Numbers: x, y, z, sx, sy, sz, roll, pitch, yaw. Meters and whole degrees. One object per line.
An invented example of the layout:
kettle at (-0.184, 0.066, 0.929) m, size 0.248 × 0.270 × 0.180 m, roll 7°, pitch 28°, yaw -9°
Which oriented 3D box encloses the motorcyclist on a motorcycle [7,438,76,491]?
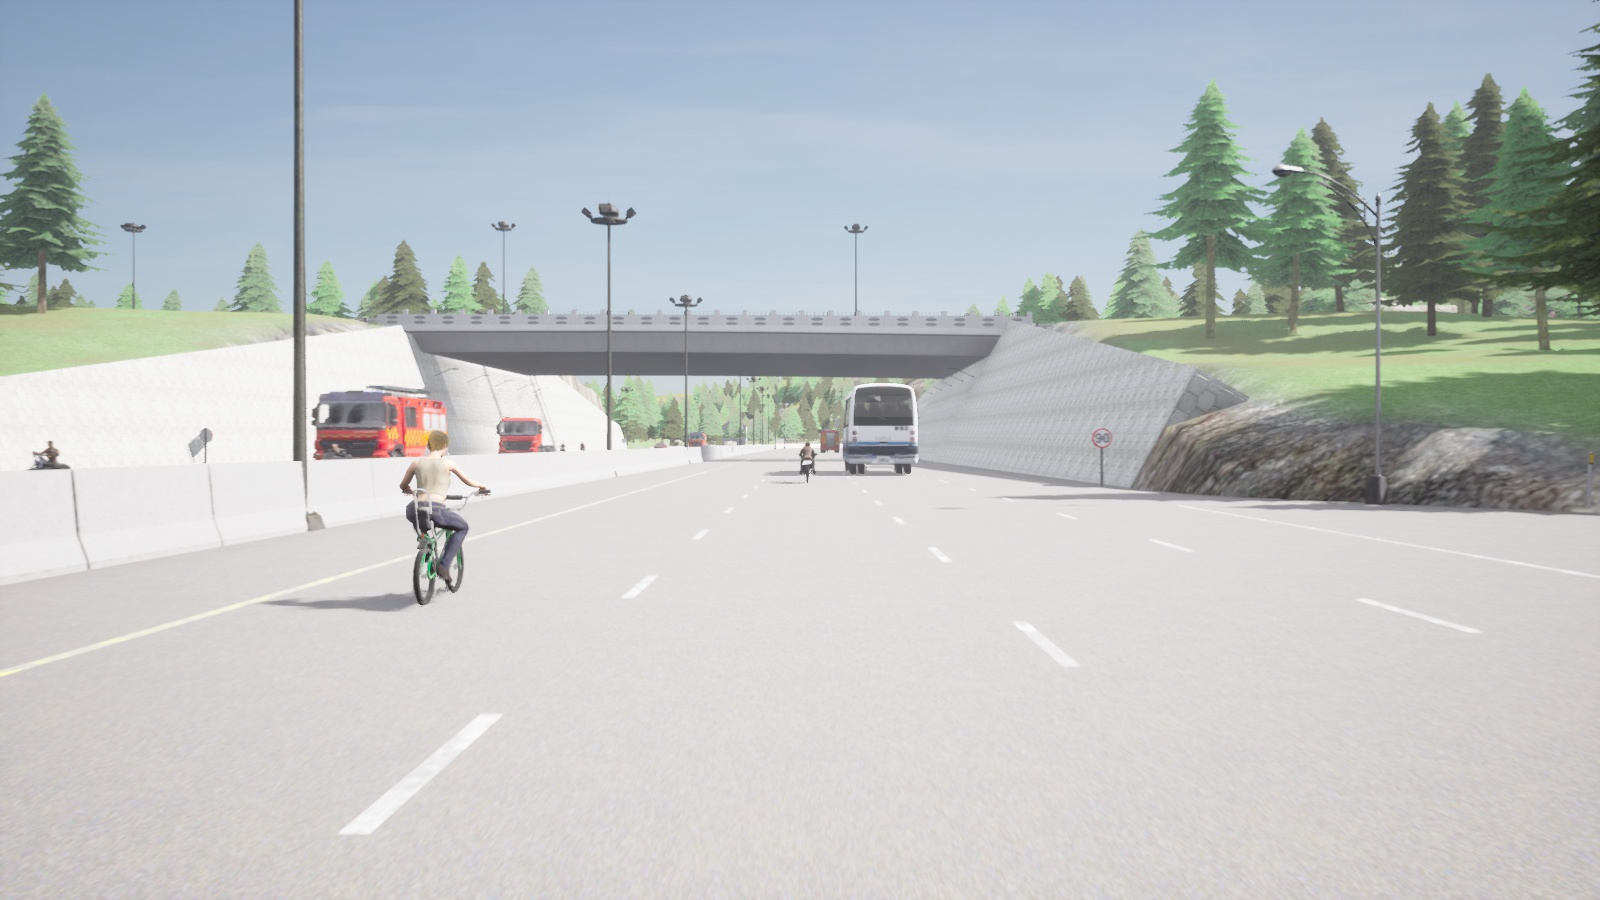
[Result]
motorcyclist on a motorcycle at (-24.257, 0.451, 40.194) m, size 0.766 × 1.649 × 2.350 m, roll 0°, pitch 0°, yaw 0°

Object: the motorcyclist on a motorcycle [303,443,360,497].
motorcyclist on a motorcycle at (-13.775, 0.562, 36.990) m, size 0.866 × 1.530 × 2.191 m, roll 0°, pitch 0°, yaw 0°

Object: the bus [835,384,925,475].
bus at (3.878, -0.985, 63.567) m, size 3.944 × 4.253 × 10.273 m, roll 0°, pitch 0°, yaw 0°

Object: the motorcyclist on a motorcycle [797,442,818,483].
motorcyclist on a motorcycle at (0.286, 0.461, 47.561) m, size 0.797 × 1.523 × 2.044 m, roll 0°, pitch 0°, yaw 0°

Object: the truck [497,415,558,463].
truck at (-20.446, -0.785, 94.645) m, size 2.891 × 3.462 × 7.936 m, roll 0°, pitch 0°, yaw 0°

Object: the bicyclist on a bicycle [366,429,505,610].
bicyclist on a bicycle at (-3.422, 0.613, 11.932) m, size 0.866 × 1.612 × 1.509 m, roll 0°, pitch 0°, yaw 1°

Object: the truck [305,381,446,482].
truck at (-17.191, -0.722, 51.546) m, size 2.891 × 3.827 × 8.468 m, roll 0°, pitch 0°, yaw 0°
